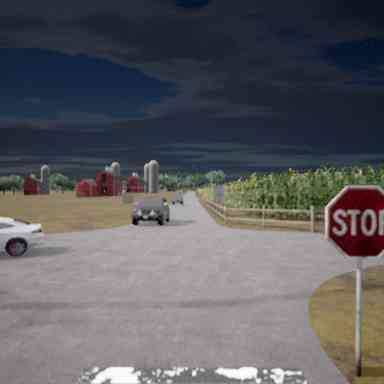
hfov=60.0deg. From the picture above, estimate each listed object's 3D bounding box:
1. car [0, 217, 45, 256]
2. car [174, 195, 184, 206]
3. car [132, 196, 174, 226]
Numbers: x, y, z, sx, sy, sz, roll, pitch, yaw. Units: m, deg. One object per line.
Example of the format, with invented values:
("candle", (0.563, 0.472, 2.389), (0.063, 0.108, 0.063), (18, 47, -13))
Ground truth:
("car", (-8.150, 1.706, 12.640), (4.674, 1.442, 1.812), (-1, 1, -30))
("car", (-2.763, 1.554, 64.879), (2.150, 2.045, 5.566), (0, 0, 0))
("car", (-2.963, 1.374, 25.267), (2.150, 2.045, 5.566), (0, 0, 4))
